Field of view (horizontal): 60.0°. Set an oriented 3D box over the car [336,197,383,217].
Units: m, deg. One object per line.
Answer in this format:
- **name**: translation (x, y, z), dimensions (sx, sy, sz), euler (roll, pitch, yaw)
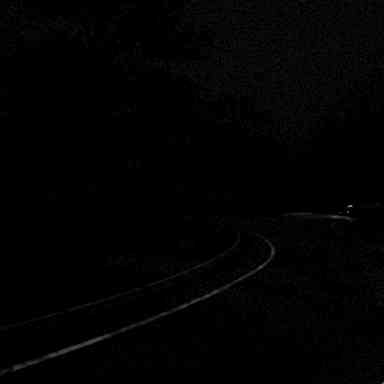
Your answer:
- **car**: translation (15.678, 1.315, 30.544), dimensions (4.553, 1.767, 2.097), euler (0, 1, -10)
